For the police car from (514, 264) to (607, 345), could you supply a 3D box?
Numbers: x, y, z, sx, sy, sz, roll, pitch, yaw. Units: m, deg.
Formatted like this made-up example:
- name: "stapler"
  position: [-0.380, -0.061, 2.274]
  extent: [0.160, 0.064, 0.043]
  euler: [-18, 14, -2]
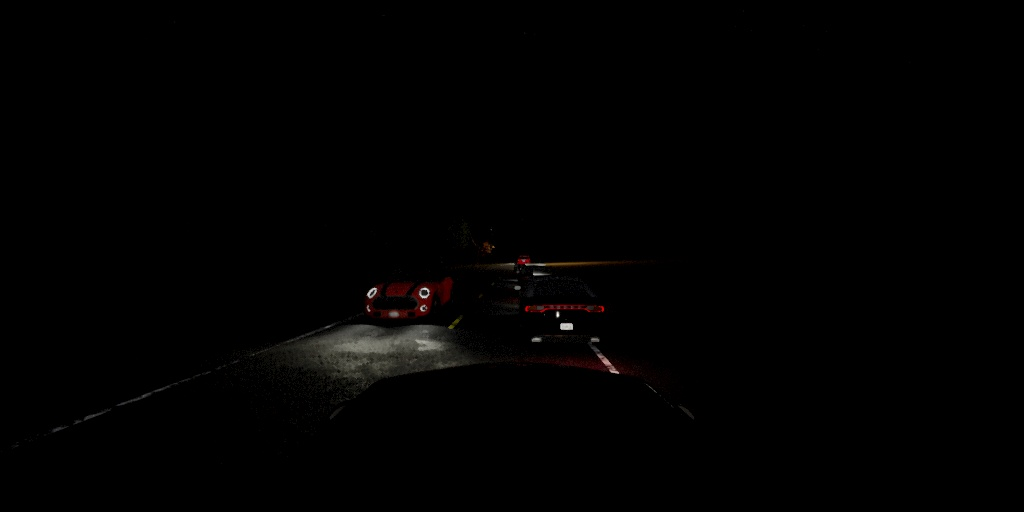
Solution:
- name: "police car"
  position: [1.097, 1.175, 9.601]
  extent: [1.930, 1.638, 5.238]
  euler: [0, 0, 1]

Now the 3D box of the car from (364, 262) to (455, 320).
- name: "car"
  position: [-3.378, 1.102, 12.628]
  extent: [2.097, 1.767, 4.553]
  euler: [0, 0, 1]

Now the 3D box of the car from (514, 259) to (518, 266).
- name: "car"
  position: [1.298, 1.344, 46.787]
  extent: [1.895, 1.301, 4.718]
  euler: [0, 0, 4]

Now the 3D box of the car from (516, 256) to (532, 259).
- name: "car"
  position: [2.087, 0.956, 59.913]
  extent: [2.150, 2.045, 5.566]
  euler: [0, 0, 4]

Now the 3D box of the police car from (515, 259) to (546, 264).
- name: "police car"
  position: [1.268, 1.176, 19.566]
  extent: [1.930, 1.638, 5.238]
  euler: [0, 0, 1]
